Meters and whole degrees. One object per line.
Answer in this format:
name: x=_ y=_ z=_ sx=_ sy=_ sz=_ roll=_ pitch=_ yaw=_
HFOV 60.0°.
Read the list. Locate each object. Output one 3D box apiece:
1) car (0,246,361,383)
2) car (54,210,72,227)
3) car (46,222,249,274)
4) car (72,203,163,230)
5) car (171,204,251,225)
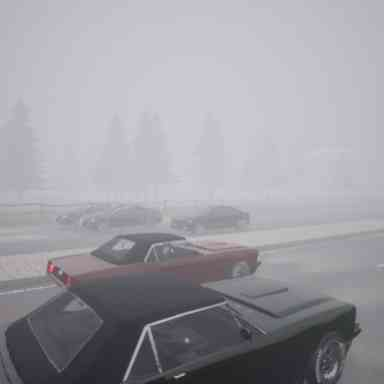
car: x=-0.195 y=1.598 z=3.603 sx=4.718 sy=1.301 sz=1.895 roll=0 pitch=0 yaw=-36
car: x=-6.522 y=1.479 z=22.063 sx=4.902 sy=1.511 sz=2.128 roll=0 pitch=0 yaw=-35
car: x=-0.621 y=1.594 z=7.600 sx=4.718 sy=1.301 sz=1.895 roll=0 pitch=0 yaw=-36
car: x=-4.065 y=1.478 z=19.515 sx=4.902 sy=1.511 sz=2.128 roll=0 pitch=0 yaw=-35
car: x=1.137 y=1.458 z=18.926 sx=5.008 sy=1.535 sz=1.882 roll=0 pitch=0 yaw=-35
